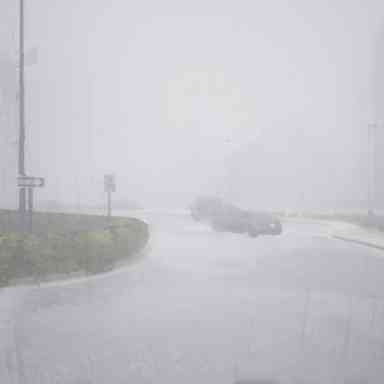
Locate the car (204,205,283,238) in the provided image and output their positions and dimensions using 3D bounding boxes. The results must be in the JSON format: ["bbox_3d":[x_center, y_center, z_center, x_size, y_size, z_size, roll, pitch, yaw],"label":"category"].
[{"bbox_3d":[2.848,1.627,18.138,1.994,1.385,4.181,0,0,-35],"label":"car"}]

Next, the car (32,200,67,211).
[{"bbox_3d":[-16.663,1.603,38.632,1.784,1.438,3.905,0,0,35],"label":"car"}]

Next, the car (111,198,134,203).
[{"bbox_3d":[-10.242,1.591,49.844,1.816,1.474,4.193,0,0,35],"label":"car"}]

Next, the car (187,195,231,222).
[{"bbox_3d":[1.832,1.341,25.854,1.932,1.855,4.605,0,0,35],"label":"car"}]

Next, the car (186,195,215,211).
[{"bbox_3d":[1.115,1.367,42.557,1.905,1.878,3.866,0,0,35],"label":"car"}]
